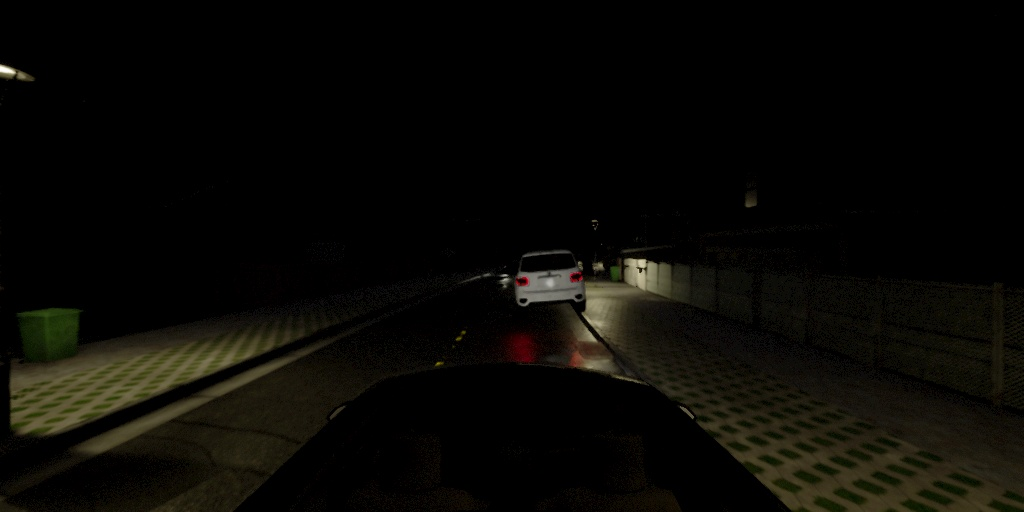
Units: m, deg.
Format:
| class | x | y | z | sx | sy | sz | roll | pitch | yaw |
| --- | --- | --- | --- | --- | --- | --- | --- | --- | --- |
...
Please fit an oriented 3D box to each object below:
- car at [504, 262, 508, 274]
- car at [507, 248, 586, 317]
| class | x | y | z | sx | sy | sz | roll | pitch | yaw |
| --- | --- | --- | --- | --- | --- | --- | --- | --- | --- |
| car | 0.494 | 0.941 | 35.750 | 1.882 | 1.535 | 5.008 | 0 | 1 | 11 |
| car | 1.252 | 0.806 | 12.865 | 2.150 | 2.045 | 5.566 | -5 | 0 | 4 |
